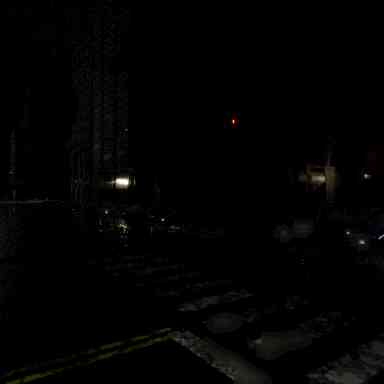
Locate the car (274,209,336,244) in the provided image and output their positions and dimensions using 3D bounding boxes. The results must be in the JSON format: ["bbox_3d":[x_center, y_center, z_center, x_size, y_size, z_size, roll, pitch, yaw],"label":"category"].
[{"bbox_3d":[5.980,1.548,15.922,4.674,1.442,1.812,0,0,-35],"label":"car"}]

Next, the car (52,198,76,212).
[{"bbox_3d":[-15.478,1.724,41.408,2.033,1.411,5.357,1,-1,-34],"label":"car"}]

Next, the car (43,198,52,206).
[{"bbox_3d":[-26.506,1.802,62.428,2.128,1.511,4.902,1,-1,-36],"label":"car"}]

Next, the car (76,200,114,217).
[{"bbox_3d":[-9.324,1.620,32.722,2.128,1.511,4.902,1,-1,-36],"label":"car"}]

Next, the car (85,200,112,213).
[{"bbox_3d":[-11.760,1.719,41.670,1.812,1.442,4.674,1,-1,-35],"label":"car"}]

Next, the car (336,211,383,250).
[{"bbox_3d":[8.064,1.545,13.410,4.674,1.442,1.812,0,0,-35],"label":"car"}]

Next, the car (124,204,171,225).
[{"bbox_3d":[-3.370,1.607,24.360,1.812,1.442,4.674,1,-1,-37],"label":"car"}]
